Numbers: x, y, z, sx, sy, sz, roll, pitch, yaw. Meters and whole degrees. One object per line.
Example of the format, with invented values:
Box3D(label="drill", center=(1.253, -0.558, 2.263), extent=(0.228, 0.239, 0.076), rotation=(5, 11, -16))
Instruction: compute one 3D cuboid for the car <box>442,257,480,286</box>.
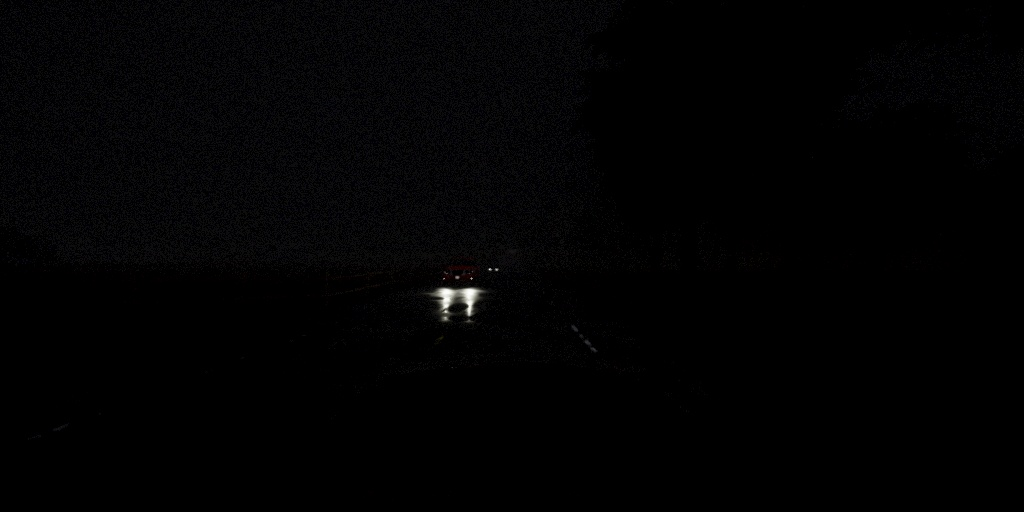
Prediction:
Box3D(label="car", center=(-3.591, 1.063, 26.299), extent=(2.150, 2.045, 5.566), rotation=(0, 0, 0))
